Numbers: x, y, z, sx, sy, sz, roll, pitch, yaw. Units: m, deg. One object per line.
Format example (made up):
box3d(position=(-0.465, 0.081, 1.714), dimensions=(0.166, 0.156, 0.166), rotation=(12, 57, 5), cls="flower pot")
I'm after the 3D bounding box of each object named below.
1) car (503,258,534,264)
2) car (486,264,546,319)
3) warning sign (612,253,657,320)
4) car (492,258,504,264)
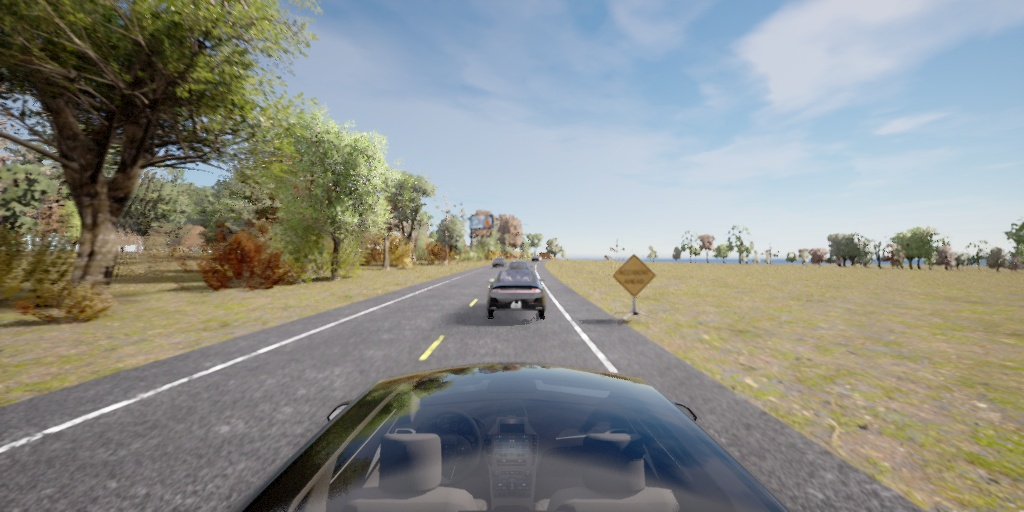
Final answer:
box3d(position=(0.546, 1.156, 28.119), dimensions=(1.837, 1.490, 4.892), rotation=(0, 1, 2), cls="car")
box3d(position=(0.169, 1.221, 12.780), dimensions=(2.128, 1.511, 4.902), rotation=(0, 0, 1), cls="car")
box3d(position=(3.602, 0.854, 10.565), dimensions=(1.300, 1.860, 1.060), rotation=(0, 0, 1), cls="warning sign")
box3d(position=(-1.861, 0.986, 52.949), dimensions=(1.837, 1.490, 4.892), rotation=(0, 0, 4), cls="car")
